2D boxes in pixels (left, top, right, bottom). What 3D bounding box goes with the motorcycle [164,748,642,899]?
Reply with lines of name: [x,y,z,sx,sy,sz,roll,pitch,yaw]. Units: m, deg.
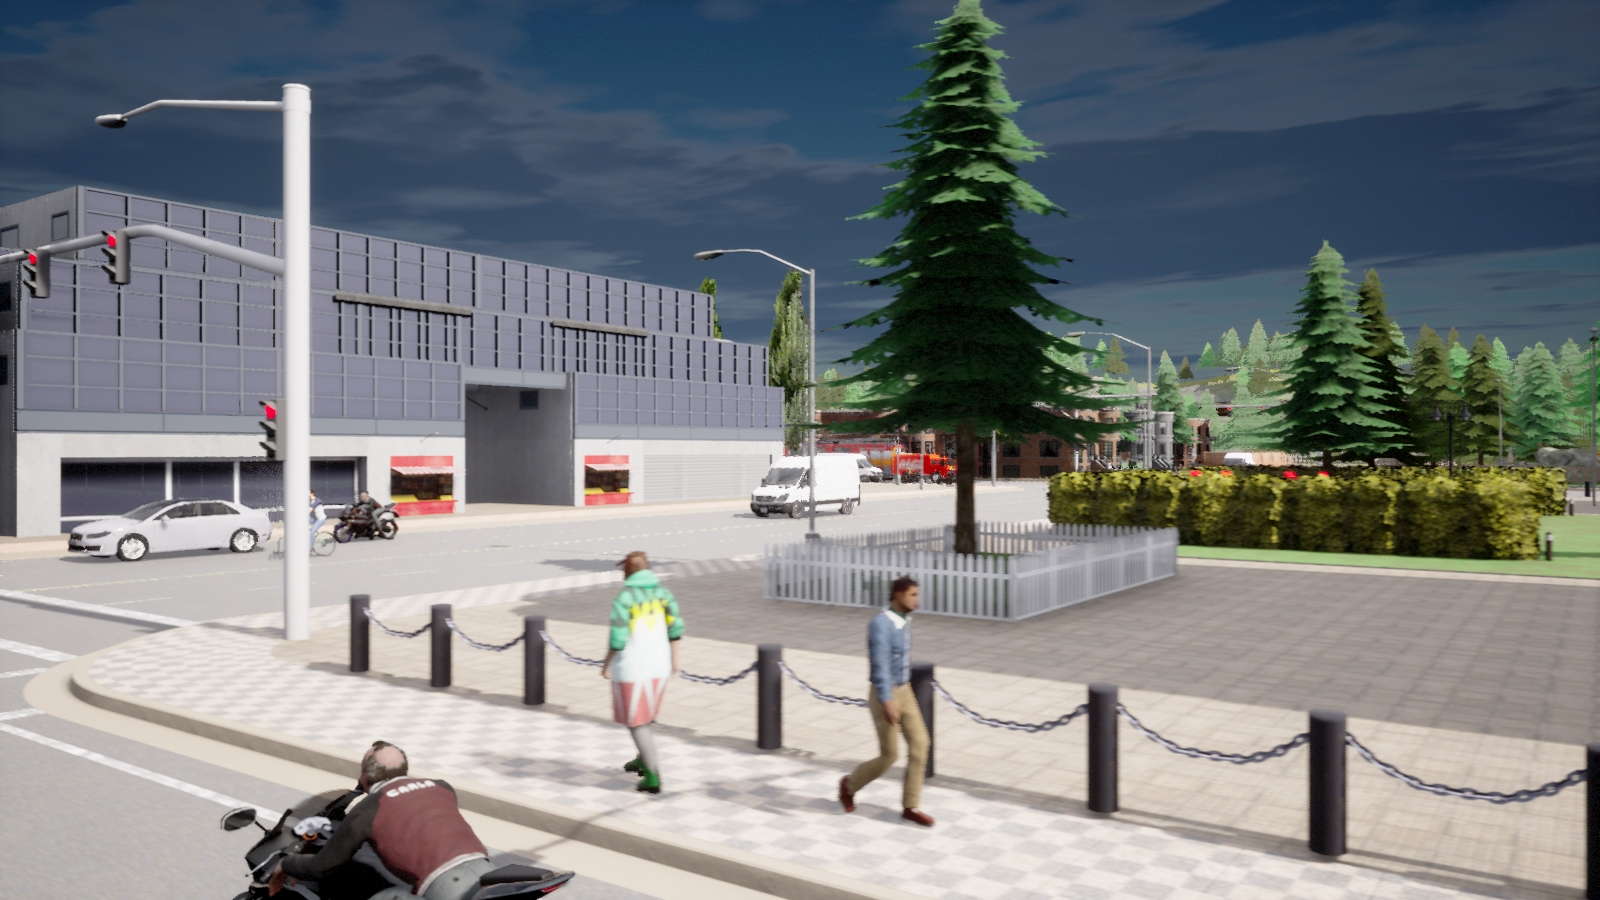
motorcycle: [-1.813,2.205,5.054,2.209,1.251,0.867,0,0,35]

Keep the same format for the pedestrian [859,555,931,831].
pedestrian: [0.677,1.700,8.137,0.375,1.860,0.375,0,0,34]

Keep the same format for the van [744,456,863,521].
van: [0.245,1.536,48.084,1.988,2.561,5.915,0,0,35]

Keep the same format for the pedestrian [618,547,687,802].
pedestrian: [-1.133,1.698,8.795,0.375,1.860,0.375,0,0,-44]

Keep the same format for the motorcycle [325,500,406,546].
motorcycle: [-13.287,2.207,34.965,0.867,1.251,2.209,0,0,35]

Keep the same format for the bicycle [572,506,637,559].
bicycle: [-5.135,2.159,30.068,0.859,1.276,1.487,0,0,36]

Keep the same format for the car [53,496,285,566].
car: [-16.576,2.064,30.280,2.231,1.480,4.892,0,0,35]
